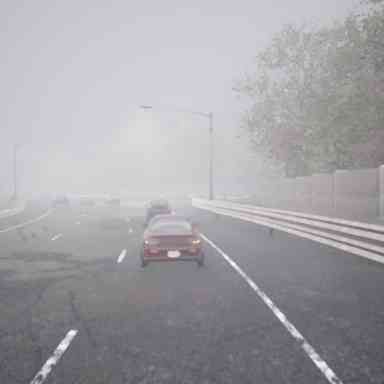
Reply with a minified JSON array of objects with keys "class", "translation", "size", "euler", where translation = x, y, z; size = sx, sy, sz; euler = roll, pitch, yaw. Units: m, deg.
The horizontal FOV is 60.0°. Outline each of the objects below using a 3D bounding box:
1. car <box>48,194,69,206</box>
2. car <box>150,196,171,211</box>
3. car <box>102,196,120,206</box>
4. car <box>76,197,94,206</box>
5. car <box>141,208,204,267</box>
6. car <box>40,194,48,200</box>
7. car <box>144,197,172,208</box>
[{"class":"car","translation":[-19.770,1.174,49.674],"size":[2.097,1.767,4.553],"euler":[0,0,-28]},{"class":"car","translation":[-3.660,1.292,39.194],"size":[1.882,1.535,5.008],"euler":[-1,0,1]},{"class":"car","translation":[-12.182,1.316,50.297],"size":[1.812,1.442,4.674],"euler":[0,0,-26]},{"class":"car","translation":[-16.328,1.368,50.677],"size":[1.994,1.385,4.181],"euler":[0,0,-28]},{"class":"car","translation":[-0.702,1.471,11.122],"size":[1.812,1.442,4.674],"euler":[0,0,-5]},{"class":"car","translation":[-35.898,1.196,82.230],"size":[5.008,1.535,1.882],"euler":[0,0,42]},{"class":"car","translation":[-2.600,1.384,25.785],"size":[1.837,1.490,4.892],"euler":[0,0,-8]}]
